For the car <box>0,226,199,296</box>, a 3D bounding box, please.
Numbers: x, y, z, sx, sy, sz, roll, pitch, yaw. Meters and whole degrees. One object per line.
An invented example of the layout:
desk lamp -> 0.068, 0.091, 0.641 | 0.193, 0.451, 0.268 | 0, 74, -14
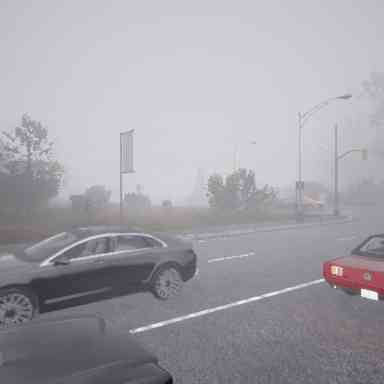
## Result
car -> -2.138, 1.489, 6.768 | 4.902, 1.511, 2.128 | 0, 0, -36

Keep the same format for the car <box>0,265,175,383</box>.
car -> -2.399, 1.601, 2.024 | 4.718, 1.301, 1.895 | 0, 0, -36

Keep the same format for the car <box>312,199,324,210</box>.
car -> 12.758, 1.252, 38.410 | 1.882, 1.535, 5.008 | -1, 0, -39

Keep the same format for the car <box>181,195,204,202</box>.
car -> 0.009, 1.276, 65.720 | 2.033, 1.411, 5.357 | -1, 0, -38

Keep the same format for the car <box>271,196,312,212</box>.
car -> 10.134, 1.404, 36.087 | 1.895, 1.301, 4.718 | -1, 0, -39

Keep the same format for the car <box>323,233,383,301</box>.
car -> 5.048, 1.570, 7.363 | 4.718, 1.301, 1.895 | 0, 0, -36

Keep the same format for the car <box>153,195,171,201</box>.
car -> -6.724, 1.330, 73.987 | 1.895, 1.301, 4.718 | -1, 0, -38
